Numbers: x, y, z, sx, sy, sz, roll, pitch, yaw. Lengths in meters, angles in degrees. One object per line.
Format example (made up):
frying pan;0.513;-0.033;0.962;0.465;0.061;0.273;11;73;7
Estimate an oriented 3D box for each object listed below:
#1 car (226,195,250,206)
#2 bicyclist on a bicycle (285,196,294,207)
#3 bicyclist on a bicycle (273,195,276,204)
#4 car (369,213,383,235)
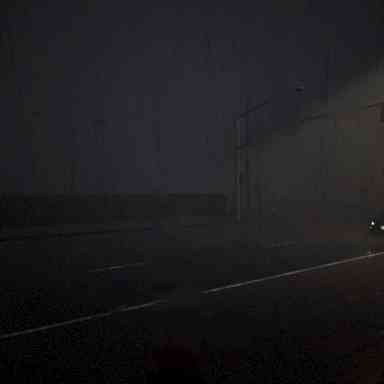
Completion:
car;7.597;1.351;56.114;2.097;1.767;4.553;0;0;-35
bicyclist on a bicycle;14.516;1.453;49.552;1.656;1.620;0.582;0;0;-23
bicyclist on a bicycle;13.517;1.300;54.460;0.582;1.620;1.656;0;0;21
car;11.279;1.505;17.584;4.892;1.490;1.837;0;0;-36
